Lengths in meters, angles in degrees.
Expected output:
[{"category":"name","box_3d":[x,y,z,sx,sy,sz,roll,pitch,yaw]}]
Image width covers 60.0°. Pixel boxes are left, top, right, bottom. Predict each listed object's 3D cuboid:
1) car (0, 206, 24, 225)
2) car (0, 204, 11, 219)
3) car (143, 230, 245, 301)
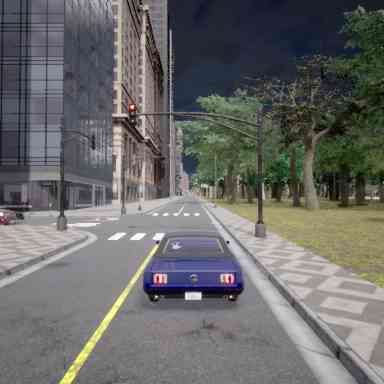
[{"category":"car","box_3d":[-13.497,1.372,21.296,4.097,1.590,1.967,0,-2,-1]},{"category":"car","box_3d":[-18.943,1.727,29.819,4.313,1.339,1.947,0,-1,0]},{"category":"car","box_3d":[0.020,1.607,8.278,1.895,1.301,4.718,0,0,0]}]
